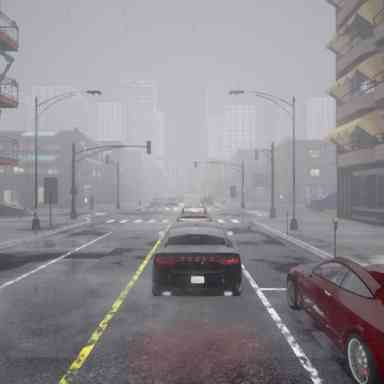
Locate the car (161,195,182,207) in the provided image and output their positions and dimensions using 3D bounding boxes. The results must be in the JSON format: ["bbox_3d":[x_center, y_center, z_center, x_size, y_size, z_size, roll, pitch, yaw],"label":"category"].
[{"bbox_3d":[-3.070,1.582,51.139,2.033,1.411,5.357,0,0,0],"label":"car"}]

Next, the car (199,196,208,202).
[{"bbox_3d":[2.724,1.638,81.798,2.008,1.369,4.403,0,0,0],"label":"car"}]

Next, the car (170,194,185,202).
[{"bbox_3d":[-2.977,1.587,68.052,1.812,1.442,4.674,0,0,0],"label":"car"}]

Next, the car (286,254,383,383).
[{"bbox_3d":[2.694,1.583,4.944,1.802,1.307,4.206,0,0,0],"label":"car"}]

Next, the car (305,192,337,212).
[{"bbox_3d":[15.184,1.050,35.908,5.566,2.045,2.150,-1,0,0],"label":"car"}]

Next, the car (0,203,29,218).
[{"bbox_3d":[-18.366,1.774,32.701,4.181,1.385,1.994,-1,0,0],"label":"car"}]

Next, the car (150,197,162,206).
[{"bbox_3d":[-5.755,1.585,54.178,1.887,1.381,4.507,0,0,0],"label":"car"}]

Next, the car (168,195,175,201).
[{"bbox_3d":[-5.652,1.636,92.681,1.752,1.417,4.829,0,0,0],"label":"car"}]

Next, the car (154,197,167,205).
[{"bbox_3d":[-5.665,1.614,59.700,1.947,1.339,4.313,0,0,0],"label":"car"}]

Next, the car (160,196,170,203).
[{"bbox_3d":[-5.660,1.591,70.581,1.752,1.417,4.829,0,0,0],"label":"car"}]

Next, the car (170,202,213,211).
[{"bbox_3d":[0.108,1.499,17.853,2.128,1.511,4.902,0,0,0],"label":"car"}]

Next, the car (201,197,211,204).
[{"bbox_3d":[2.718,1.623,65.222,1.947,1.339,4.313,0,0,0],"label":"car"}]

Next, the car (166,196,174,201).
[{"bbox_3d":[-5.653,1.681,87.326,1.802,1.307,4.206,0,0,0],"label":"car"}]

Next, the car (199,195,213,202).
[{"bbox_3d":[2.716,1.363,59.697,2.192,1.841,5.009,0,0,0],"label":"car"}]

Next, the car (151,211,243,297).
[{"bbox_3d":[0.103,1.480,8.653,1.882,1.535,5.008,0,0,0],"label":"car"}]

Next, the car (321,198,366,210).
[{"bbox_3d":[17.504,1.377,38.489,4.313,1.339,1.947,-1,0,0],"label":"car"}]

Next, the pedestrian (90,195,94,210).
[{"bbox_3d":[-12.495,1.310,41.439,0.375,1.860,0.375,0,0,0],"label":"pedestrian"}]

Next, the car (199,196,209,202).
[{"bbox_3d":[2.722,1.642,76.273,1.947,1.339,4.313,0,0,0],"label":"car"}]

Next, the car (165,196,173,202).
[{"bbox_3d":[-5.656,1.669,81.801,1.802,1.307,4.206,0,0,0],"label":"car"}]

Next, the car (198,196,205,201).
[{"bbox_3d":[2.729,1.693,92.848,1.802,1.307,4.206,0,0,0],"label":"car"}]
